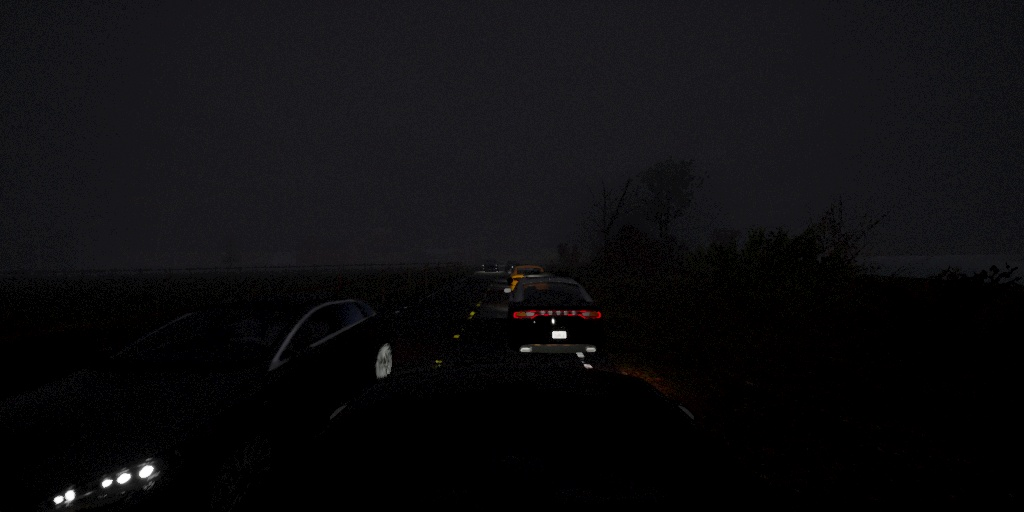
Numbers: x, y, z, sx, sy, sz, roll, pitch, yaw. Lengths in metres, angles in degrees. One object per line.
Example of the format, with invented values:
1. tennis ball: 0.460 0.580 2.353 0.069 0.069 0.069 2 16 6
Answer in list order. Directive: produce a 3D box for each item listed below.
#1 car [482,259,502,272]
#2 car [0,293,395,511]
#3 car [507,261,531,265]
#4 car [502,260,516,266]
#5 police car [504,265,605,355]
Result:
1. car: -2.830 1.124 47.326 2.097 1.767 4.553 0 0 0
2. car: -2.852 1.241 4.098 2.128 1.511 4.902 0 0 0
3. car: 0.832 1.228 18.743 1.882 1.535 5.008 0 0 0
4. car: 0.063 1.336 46.642 1.994 1.385 4.181 0 0 0
5. police car: 0.828 1.175 8.853 1.930 1.638 5.238 0 0 0
